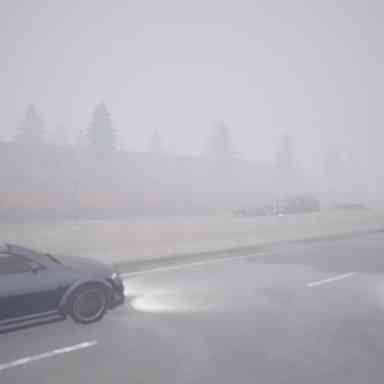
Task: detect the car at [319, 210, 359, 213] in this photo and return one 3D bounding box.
[{"bbox_3d":[11.561,1.534,25.135,4.892,1.490,1.837,0,0,-36],"label":"car"}]

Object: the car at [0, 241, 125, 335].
[{"bbox_3d":[-3.301,1.564,5.691,4.181,1.385,1.994,0,0,-36],"label":"car"}]

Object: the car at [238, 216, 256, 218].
[{"bbox_3d":[5.956,1.627,29.733,4.718,1.301,1.895,0,0,-35],"label":"car"}]

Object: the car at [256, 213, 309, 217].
[{"bbox_3d":[8.124,1.249,26.982,5.566,2.045,2.150,0,0,-35],"label":"car"}]
